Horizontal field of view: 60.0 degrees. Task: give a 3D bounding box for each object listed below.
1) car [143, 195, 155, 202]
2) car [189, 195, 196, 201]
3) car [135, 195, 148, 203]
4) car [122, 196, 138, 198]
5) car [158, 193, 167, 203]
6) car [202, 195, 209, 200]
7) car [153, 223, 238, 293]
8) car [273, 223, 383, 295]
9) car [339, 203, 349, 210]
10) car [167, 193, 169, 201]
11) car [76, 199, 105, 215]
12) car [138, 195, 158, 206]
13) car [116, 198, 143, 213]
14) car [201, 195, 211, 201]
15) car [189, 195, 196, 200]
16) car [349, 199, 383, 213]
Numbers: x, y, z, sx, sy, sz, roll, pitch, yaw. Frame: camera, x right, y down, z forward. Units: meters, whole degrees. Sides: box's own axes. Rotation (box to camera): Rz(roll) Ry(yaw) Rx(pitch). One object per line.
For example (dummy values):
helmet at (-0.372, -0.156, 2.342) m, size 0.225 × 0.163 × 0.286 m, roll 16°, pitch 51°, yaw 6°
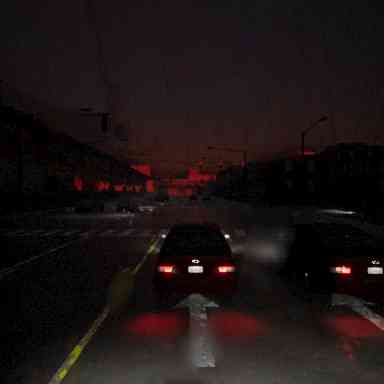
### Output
car at (-10.301, 1.540, 80.207) m, size 2.033 × 1.411 × 5.357 m, roll 0°, pitch 0°, yaw 0°
car at (0.207, 1.540, 83.246) m, size 2.033 × 1.411 × 5.357 m, roll 0°, pitch 0°, yaw 0°
car at (-10.333, 1.478, 68.491) m, size 1.882 × 1.535 × 5.008 m, roll 0°, pitch 0°, yaw 0°
car at (-10.458, 1.505, 53.347) m, size 1.837 × 1.490 × 4.892 m, roll 0°, pitch 0°, yaw 0°
car at (-6.830, 1.478, 68.989) m, size 1.882 × 1.535 × 5.008 m, roll 0°, pitch 0°, yaw 0°
car at (3.733, 1.524, 94.009) m, size 1.812 × 1.442 × 4.674 m, roll 0°, pitch 0°, yaw 0°
car at (0.091, 1.547, 8.962) m, size 2.033 × 1.411 × 5.357 m, roll 0°, pitch 0°, yaw 0°
car at (3.582, 1.547, 8.854) m, size 2.033 × 1.411 × 5.357 m, roll 0°, pitch 0°, yaw 2°
car at (20.634, 1.547, 39.879) m, size 5.357 × 1.411 × 2.033 m, roll 0°, pitch 0°, yaw 0°
car at (-6.799, 1.224, 81.002) m, size 2.150 × 2.045 × 5.566 m, roll 0°, pitch 0°, yaw 0°
car at (-10.515, 1.477, 34.635) m, size 1.882 × 1.535 × 5.008 m, roll 0°, pitch 0°, yaw 0°
car at (-6.961, 1.601, 52.764) m, size 1.895 × 1.301 × 4.718 m, roll 0°, pitch 0°, yaw 0°
car at (-7.010, 1.601, 36.463) m, size 1.895 × 1.301 × 4.718 m, roll 0°, pitch 0°, yaw 0°
car at (3.709, 1.553, 84.194) m, size 1.994 × 1.385 × 4.181 m, roll 0°, pitch 0°, yaw 0°
car at (0.232, 1.500, 93.755) m, size 1.837 × 1.490 × 4.892 m, roll 0°, pitch 0°, yaw 0°
car at (20.050, 1.564, 36.375) m, size 4.181 × 1.385 × 1.994 m, roll 0°, pitch 0°, yaw 0°
